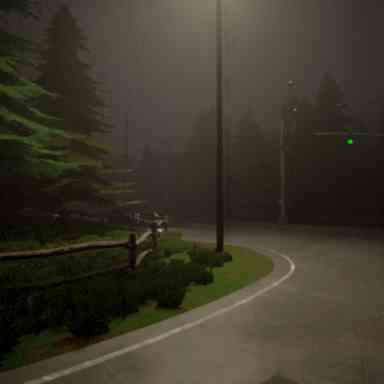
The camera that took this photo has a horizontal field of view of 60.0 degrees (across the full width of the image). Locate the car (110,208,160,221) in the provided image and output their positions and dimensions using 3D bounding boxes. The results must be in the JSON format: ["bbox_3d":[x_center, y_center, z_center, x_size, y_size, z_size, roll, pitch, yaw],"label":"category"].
[{"bbox_3d":[-4.327,1.658,24.795,2.097,1.767,4.553,0,-1,-39],"label":"car"}]
